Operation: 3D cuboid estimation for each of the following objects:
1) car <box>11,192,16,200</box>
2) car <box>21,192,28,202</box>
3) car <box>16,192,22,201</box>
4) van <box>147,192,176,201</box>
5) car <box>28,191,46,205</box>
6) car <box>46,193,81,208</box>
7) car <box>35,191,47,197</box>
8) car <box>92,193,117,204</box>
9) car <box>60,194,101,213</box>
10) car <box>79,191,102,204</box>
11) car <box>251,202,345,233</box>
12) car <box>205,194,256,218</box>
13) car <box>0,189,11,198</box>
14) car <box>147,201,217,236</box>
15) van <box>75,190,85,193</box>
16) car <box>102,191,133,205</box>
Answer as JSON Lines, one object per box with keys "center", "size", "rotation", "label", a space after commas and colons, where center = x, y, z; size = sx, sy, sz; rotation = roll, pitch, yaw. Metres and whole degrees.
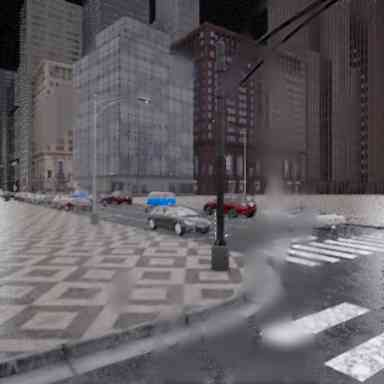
{"center": [-29.325, 0.748, 57.159], "size": [1.887, 1.381, 4.507], "rotation": [1, 0, -36], "label": "car"}
{"center": [-22.974, 0.875, 48.278], "size": [2.008, 1.369, 4.403], "rotation": [1, 0, -36], "label": "car"}
{"center": [-26.148, 0.702, 52.718], "size": [1.967, 1.590, 4.097], "rotation": [1, 0, -36], "label": "car"}
{"center": [-3.329, 0.929, 35.465], "size": [1.690, 1.788, 3.998], "rotation": [1, 0, -36], "label": "van"}
{"center": [-19.799, 0.939, 43.837], "size": [2.008, 1.369, 4.403], "rotation": [1, 0, -36], "label": "car"}
{"center": [-13.448, 1.074, 34.955], "size": [2.008, 1.369, 4.403], "rotation": [1, 0, -36], "label": "car"}
{"center": [-38.264, 0.495, 84.317], "size": [1.887, 1.381, 4.507], "rotation": [0, 0, -36], "label": "car"}
{"center": [-12.860, 0.934, 48.789], "size": [2.008, 1.369, 4.403], "rotation": [1, 0, -36], "label": "car"}
{"center": [-10.272, 1.139, 30.515], "size": [1.887, 1.381, 4.507], "rotation": [1, 0, -36], "label": "car"}
{"center": [-13.418, 0.944, 45.049], "size": [1.812, 1.442, 4.674], "rotation": [0, 1, -35], "label": "car"}
{"center": [5.853, 1.448, 18.650], "size": [1.895, 1.301, 4.718], "rotation": [0, 1, -37], "label": "car"}
{"center": [3.022, 1.049, 26.582], "size": [2.192, 1.841, 5.009], "rotation": [1, 0, -36], "label": "car"}
{"center": [-38.851, 0.611, 70.480], "size": [1.947, 1.339, 4.313], "rotation": [1, 0, -36], "label": "car"}
{"center": [-0.748, 1.366, 17.193], "size": [2.008, 1.369, 4.403], "rotation": [1, 0, -36], "label": "car"}
{"center": [-19.209, 0.597, 57.671], "size": [1.690, 1.788, 3.998], "rotation": [1, 0, -36], "label": "van"}
{"center": [-9.680, 0.765, 44.347], "size": [2.192, 1.841, 5.009], "rotation": [1, 0, -36], "label": "car"}
